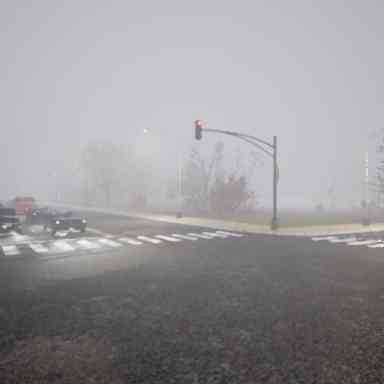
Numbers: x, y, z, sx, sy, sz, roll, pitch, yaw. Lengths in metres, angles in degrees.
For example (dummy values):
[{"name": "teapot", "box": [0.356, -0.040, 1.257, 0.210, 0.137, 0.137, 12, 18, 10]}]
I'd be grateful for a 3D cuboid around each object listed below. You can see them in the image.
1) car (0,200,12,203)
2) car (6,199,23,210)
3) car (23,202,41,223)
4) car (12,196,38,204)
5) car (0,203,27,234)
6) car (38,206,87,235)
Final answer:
[{"name": "car", "box": [-16.891, 1.694, 28.531, 1.882, 1.535, 5.008, 1, -1, -33]}, {"name": "car", "box": [-27.226, 1.907, 50.895, 1.882, 1.535, 5.008, 1, -1, -33]}, {"name": "car", "box": [-12.898, 1.832, 28.318, 1.895, 1.301, 4.718, 1, -1, -33]}, {"name": "car", "box": [-18.979, 1.517, 37.843, 2.150, 2.045, 5.566, 1, -1, -32]}, {"name": "car", "box": [-11.439, 1.663, 19.998, 1.837, 1.490, 4.892, 1, -1, -33]}, {"name": "car", "box": [-7.964, 1.779, 20.601, 1.895, 1.301, 4.718, 1, -1, -32]}]
